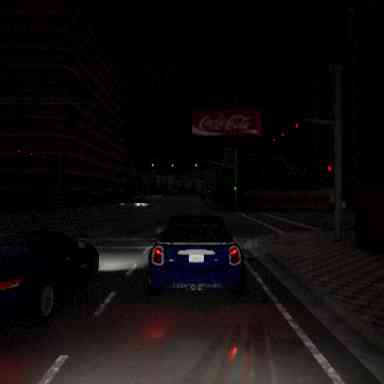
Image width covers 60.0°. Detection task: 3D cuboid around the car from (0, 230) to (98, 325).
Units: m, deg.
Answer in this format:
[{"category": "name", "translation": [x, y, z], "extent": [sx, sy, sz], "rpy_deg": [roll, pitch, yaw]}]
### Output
[{"category": "car", "translation": [-3.418, 1.545, 7.062], "extent": [1.812, 1.442, 4.674], "rpy_deg": [0, 0, 0]}]

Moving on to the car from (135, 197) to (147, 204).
[{"category": "car", "translation": [-10.609, 1.739, 69.737], "extent": [1.994, 1.385, 4.181], "rpy_deg": [0, 0, 0]}]

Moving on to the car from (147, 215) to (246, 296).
[{"category": "car", "translation": [0.086, 1.375, 8.859], "extent": [2.097, 1.767, 4.553], "rpy_deg": [0, 0, 0]}]
